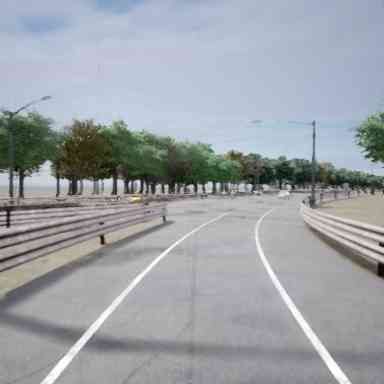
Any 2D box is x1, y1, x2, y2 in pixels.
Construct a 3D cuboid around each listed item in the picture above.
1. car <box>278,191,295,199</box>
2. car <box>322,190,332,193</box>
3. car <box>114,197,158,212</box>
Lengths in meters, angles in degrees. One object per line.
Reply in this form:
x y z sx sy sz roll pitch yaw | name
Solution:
17.980 0.604 63.519 1.812 1.442 4.674 1 2 36 | car
35.939 0.158 87.756 1.895 1.301 4.718 1 1 37 | car
-5.272 1.267 32.039 1.882 1.535 5.008 1 2 36 | car
